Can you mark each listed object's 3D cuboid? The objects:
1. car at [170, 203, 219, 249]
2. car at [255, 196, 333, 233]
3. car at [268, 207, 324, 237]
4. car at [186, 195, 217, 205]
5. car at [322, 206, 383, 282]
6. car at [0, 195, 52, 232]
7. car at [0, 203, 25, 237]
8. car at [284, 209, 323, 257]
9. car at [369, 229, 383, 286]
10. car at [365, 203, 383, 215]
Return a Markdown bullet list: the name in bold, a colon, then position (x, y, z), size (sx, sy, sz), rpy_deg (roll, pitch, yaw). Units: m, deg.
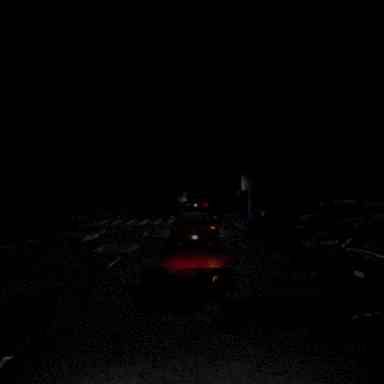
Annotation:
- **car**: position (0.103, 1.481, 14.489), size (1.882, 1.535, 5.008), rpy_deg (0, 0, 0)
- **car**: position (6.030, 1.240, 17.434), size (5.566, 2.045, 2.435), rpy_deg (1, 0, -20)
- **car**: position (6.003, 1.530, 14.458), size (4.674, 1.452, 2.002), rpy_deg (1, 0, -20)
- **car**: position (0.971, 1.336, 30.393), size (2.150, 2.045, 5.566), rpy_deg (0, -3, 14)
- **car**: position (6.034, 1.364, 8.549), size (4.553, 1.767, 2.185), rpy_deg (1, 0, -20)
- **car**: position (-10.969, 1.240, 18.843), size (5.566, 2.045, 2.435), rpy_deg (-1, 0, -20)
- **car**: position (-10.951, 1.492, 15.839), size (4.892, 1.521, 2.231), rpy_deg (-1, 0, -20)
- **car**: position (6.008, 1.491, 11.500), size (4.892, 1.521, 2.231), rpy_deg (1, 0, -20)
- **car**: position (5.831, 1.483, 5.512), size (5.366, 1.575, 1.946), rpy_deg (1, 0, -20)
- **car**: position (28.099, 2.526, 48.544), size (2.231, 1.521, 4.892), rpy_deg (2, -1, -21)
